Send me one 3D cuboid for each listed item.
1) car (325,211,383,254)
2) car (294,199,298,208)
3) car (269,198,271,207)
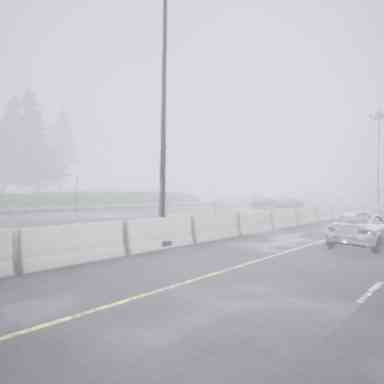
[{"bbox_3d":[6.942,1.523,13.562,1.812,1.442,4.674,1,1,41],"label":"car"},{"bbox_3d":[12.240,1.465,41.244,1.895,1.301,4.718,1,1,41],"label":"car"},{"bbox_3d":[9.584,1.407,43.522,1.895,1.301,4.718,1,1,41],"label":"car"}]
